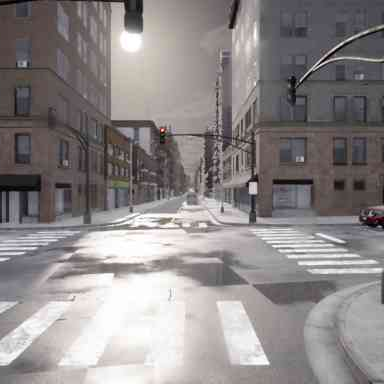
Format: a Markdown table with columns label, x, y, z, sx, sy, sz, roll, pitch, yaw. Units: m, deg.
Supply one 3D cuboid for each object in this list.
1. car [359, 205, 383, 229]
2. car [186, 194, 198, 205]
| label | x | y | z | sx | sy | sz | roll | pitch | yaw |
| --- | --- | --- | --- | --- | --- | --- | --- | --- | --- |
| car | 12.058 | 1.123 | 18.418 | 5.009 | 1.841 | 2.192 | -1 | 1 | 0 |
| car | 0.000 | 1.593 | 60.066 | 2.033 | 1.411 | 5.357 | 0 | 0 | 0 |
